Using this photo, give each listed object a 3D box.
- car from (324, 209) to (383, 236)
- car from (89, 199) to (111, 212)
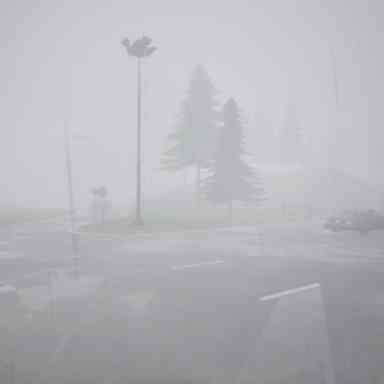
[{"bbox_3d":[9.907,1.674,19.412,5.357,1.411,2.033,0,0,-36],"label":"car"},{"bbox_3d":[-11.418,1.573,41.272,1.882,1.535,5.008,2,0,-27],"label":"car"}]
